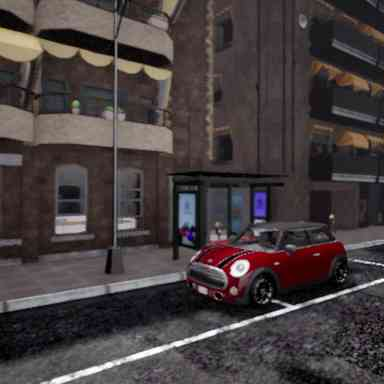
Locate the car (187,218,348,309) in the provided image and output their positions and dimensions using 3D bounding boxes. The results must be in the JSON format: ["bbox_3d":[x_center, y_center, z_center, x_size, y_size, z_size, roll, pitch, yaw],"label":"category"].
[{"bbox_3d":[1.851,1.468,7.882,4.097,1.590,1.967,0,0,-36],"label":"car"}]
